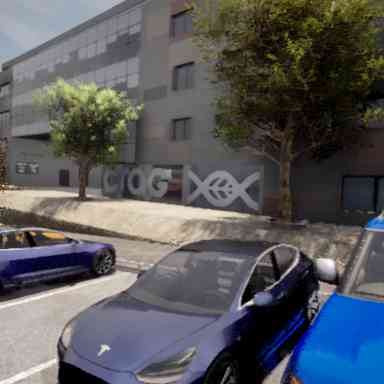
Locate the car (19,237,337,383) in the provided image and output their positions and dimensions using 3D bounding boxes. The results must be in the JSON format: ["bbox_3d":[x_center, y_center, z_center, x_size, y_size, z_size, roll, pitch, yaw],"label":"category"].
[{"bbox_3d":[0.418,1.522,4.949,2.163,1.488,4.792,0,0,36],"label":"car"}]

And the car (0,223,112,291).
[{"bbox_3d":[-4.096,1.550,8.242,2.163,1.488,4.792,0,0,36],"label":"car"}]
